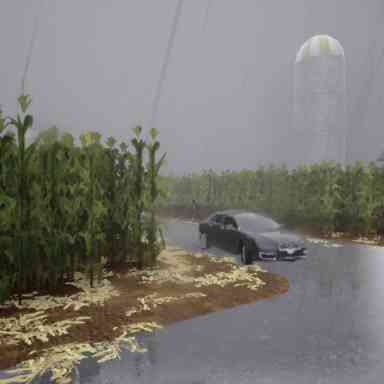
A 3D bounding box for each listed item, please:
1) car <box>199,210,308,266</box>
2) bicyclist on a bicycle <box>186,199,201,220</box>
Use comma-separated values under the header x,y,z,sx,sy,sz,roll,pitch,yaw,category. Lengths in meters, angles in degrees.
x,y,z,sx,sy,sz,roll,pitch,yaw,category
1.804,1.407,11.331,1.837,1.490,4.892,1,-1,-22,car
0.228,1.414,26.031,1.656,1.620,0.582,1,0,-35,bicyclist on a bicycle
